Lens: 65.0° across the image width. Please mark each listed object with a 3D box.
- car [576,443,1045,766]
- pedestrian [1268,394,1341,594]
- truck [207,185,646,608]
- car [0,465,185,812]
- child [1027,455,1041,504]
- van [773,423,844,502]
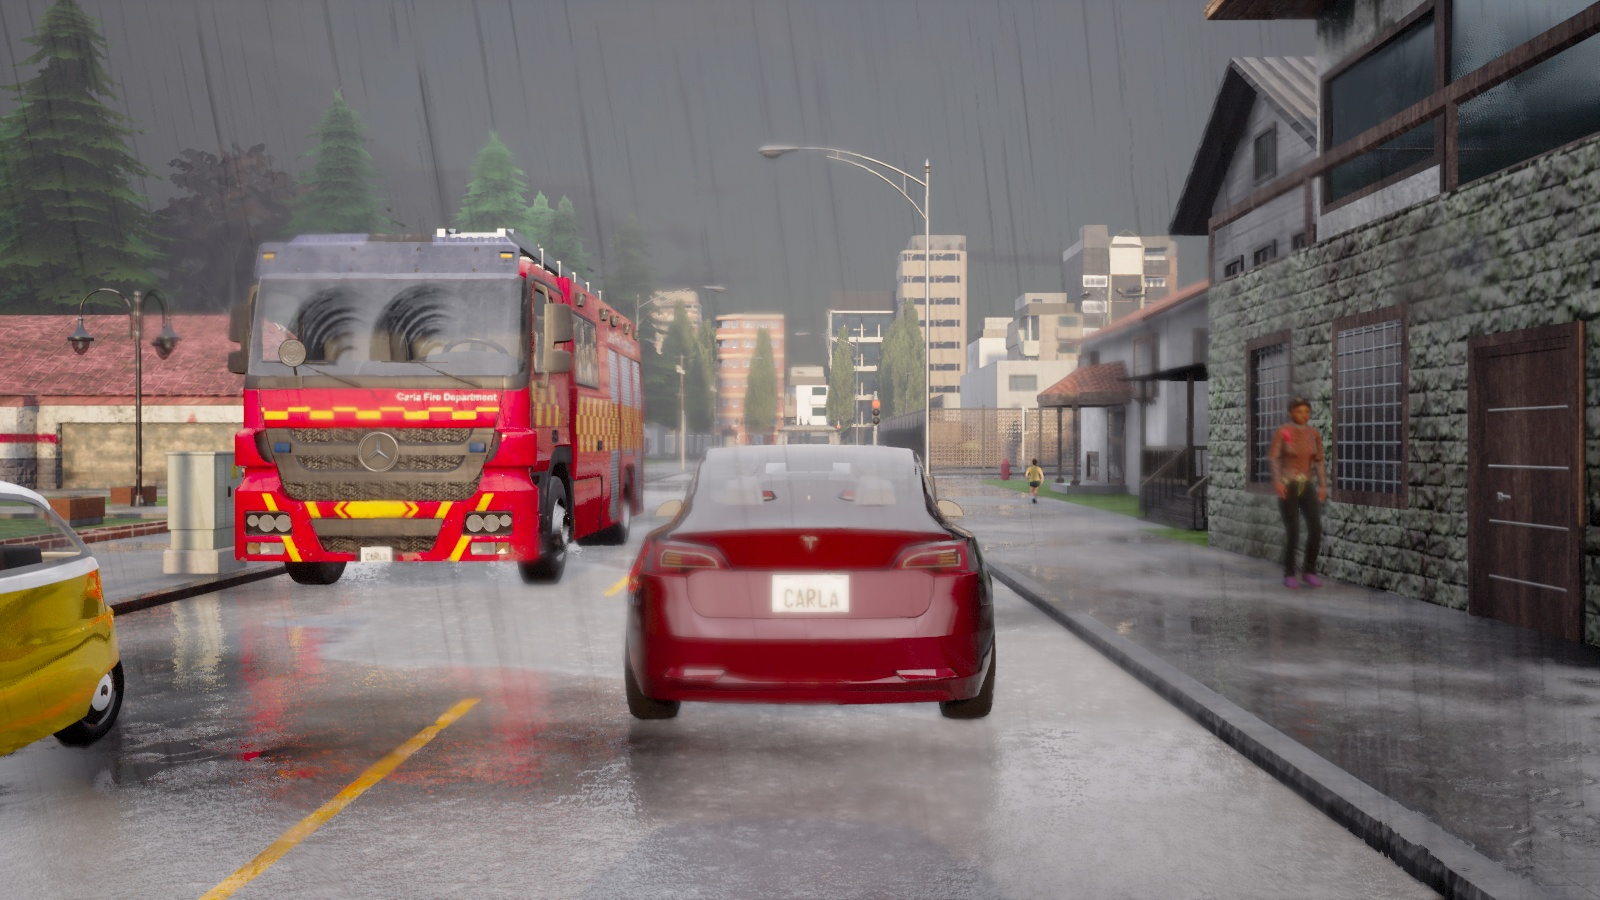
[{"bbox_3d":[0.061,0.700,8.198,2.163,1.488,4.792,0,0,0],"label":"car"},{"bbox_3d":[4.709,0.394,11.749,0.328,1.805,0.869,0,0,0],"label":"pedestrian"},{"bbox_3d":[-3.897,-0.509,15.604,2.891,3.827,8.468,0,0,0],"label":"truck"},{"bbox_3d":[-3.954,0.767,5.450,1.481,1.376,2.207,0,0,0],"label":"car"},{"bbox_3d":[5.392,0.677,28.898,0.255,1.110,0.394,0,0,0],"label":"child"},{"bbox_3d":[0.212,0.308,33.971,1.775,1.987,4.442,0,0,0],"label":"van"}]
